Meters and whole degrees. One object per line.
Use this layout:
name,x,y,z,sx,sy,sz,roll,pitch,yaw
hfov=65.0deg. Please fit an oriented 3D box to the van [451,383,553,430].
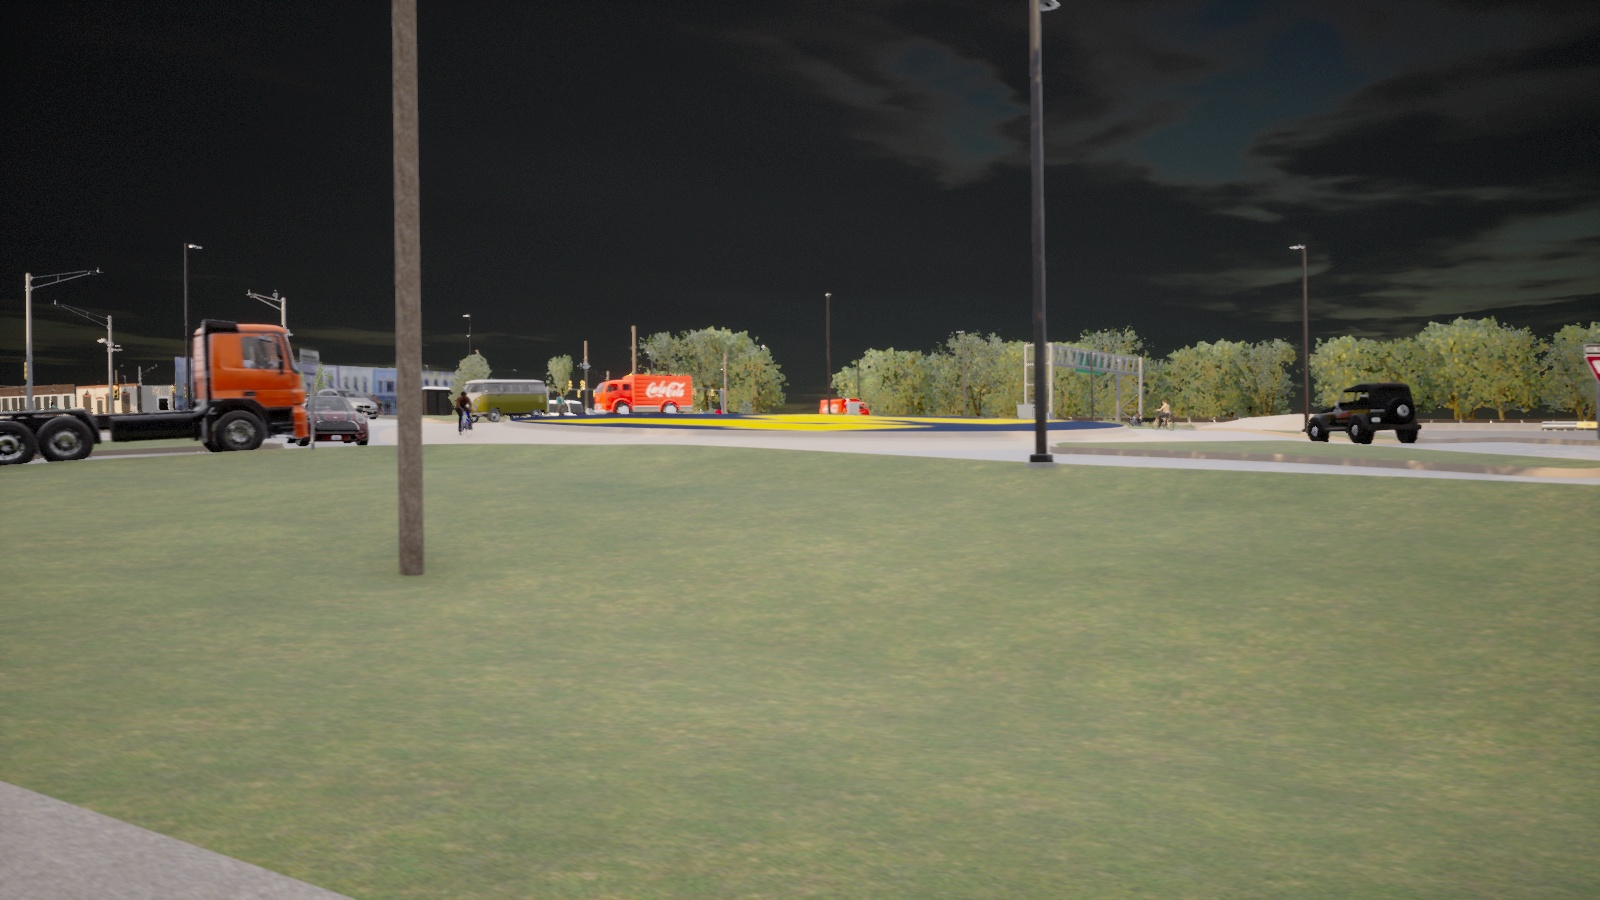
van,-13.832,-2.037,58.481,1.775,1.987,4.442,-2,2,35

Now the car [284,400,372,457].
car,-15.750,-0.756,41.738,2.097,1.767,4.553,-2,2,-28

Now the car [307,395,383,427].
car,-25.339,-2.170,69.842,2.242,1.667,4.611,-1,3,-45

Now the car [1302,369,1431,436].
car,17.801,-1.446,39.659,1.905,1.878,3.866,-2,0,-7

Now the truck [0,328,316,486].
truck,-16.782,-1.170,31.599,7.936,3.462,2.891,-5,4,-34

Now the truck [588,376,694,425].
truck,-8.876,-2.754,69.997,5.204,2.467,2.627,-2,0,-26
